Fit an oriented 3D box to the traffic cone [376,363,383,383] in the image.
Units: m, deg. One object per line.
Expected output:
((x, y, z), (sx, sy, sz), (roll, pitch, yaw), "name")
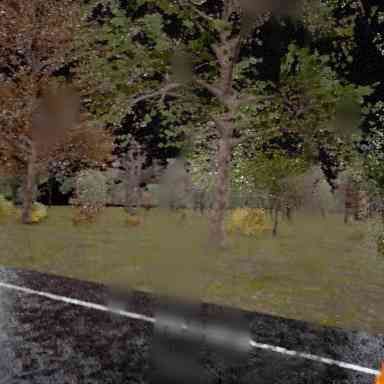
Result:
((2.033, 2.097, 3.322), (0.340, 0.580, 0.340), (0, -2, 29), "traffic cone")
